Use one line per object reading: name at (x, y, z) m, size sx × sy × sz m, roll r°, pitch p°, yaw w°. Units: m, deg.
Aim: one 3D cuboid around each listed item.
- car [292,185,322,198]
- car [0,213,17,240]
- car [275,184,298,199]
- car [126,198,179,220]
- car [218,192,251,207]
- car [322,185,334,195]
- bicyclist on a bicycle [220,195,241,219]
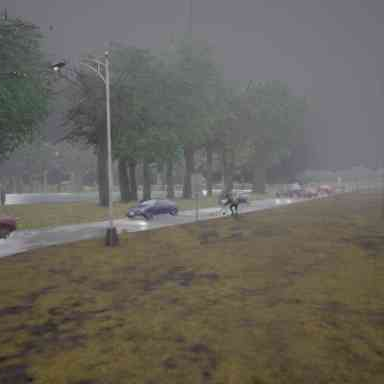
car at (16.356, 0.061, 47.089) m, size 2.128 × 1.511 × 4.902 m, roll -1°, pitch 1°, yaw 35°
car at (-9.691, 1.429, 13.860) m, size 1.812 × 1.442 × 4.674 m, roll -2°, pitch 0°, yaw 24°
car at (14.197, -0.168, 48.988) m, size 2.150 × 2.045 × 5.566 m, roll -1°, pitch 1°, yaw 35°
car at (-2.833, 1.189, 24.897) m, size 1.812 × 1.442 × 4.674 m, roll -1°, pitch 1°, yaw 35°
car at (4.551, 0.744, 35.404) m, size 2.128 × 1.511 × 4.902 m, roll -1°, pitch 1°, yaw 35°
car at (22.290, -0.362, 55.545) m, size 1.882 × 1.535 × 5.008 m, roll -1°, pitch 2°, yaw 35°
bicyclist on a bicycle at (2.544, 0.999, 22.147) m, size 1.656 × 1.620 × 0.582 m, roll -1°, pitch 1°, yaw 35°
